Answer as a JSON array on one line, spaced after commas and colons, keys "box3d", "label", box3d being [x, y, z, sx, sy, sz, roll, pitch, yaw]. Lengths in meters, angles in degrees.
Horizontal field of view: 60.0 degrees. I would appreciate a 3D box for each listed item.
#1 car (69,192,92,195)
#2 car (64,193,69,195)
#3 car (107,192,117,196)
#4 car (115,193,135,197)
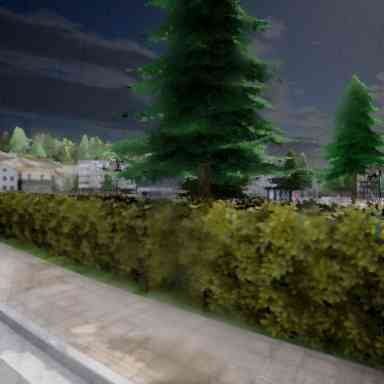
[{"box3d": [-26.720, 0.850, 81.849, 5.027, 1.636, 2.152, 0, 0, -44], "label": "car"}, {"box3d": [-31.423, 0.884, 86.227, 3.806, 1.475, 1.970, 0, 0, -44], "label": "car"}, {"box3d": [-15.485, 0.901, 70.874, 4.605, 1.855, 1.932, 0, 0, -44], "label": "car"}, {"box3d": [-10.038, 1.250, 54.415, 3.806, 1.475, 1.970, 0, 0, -44], "label": "car"}]
